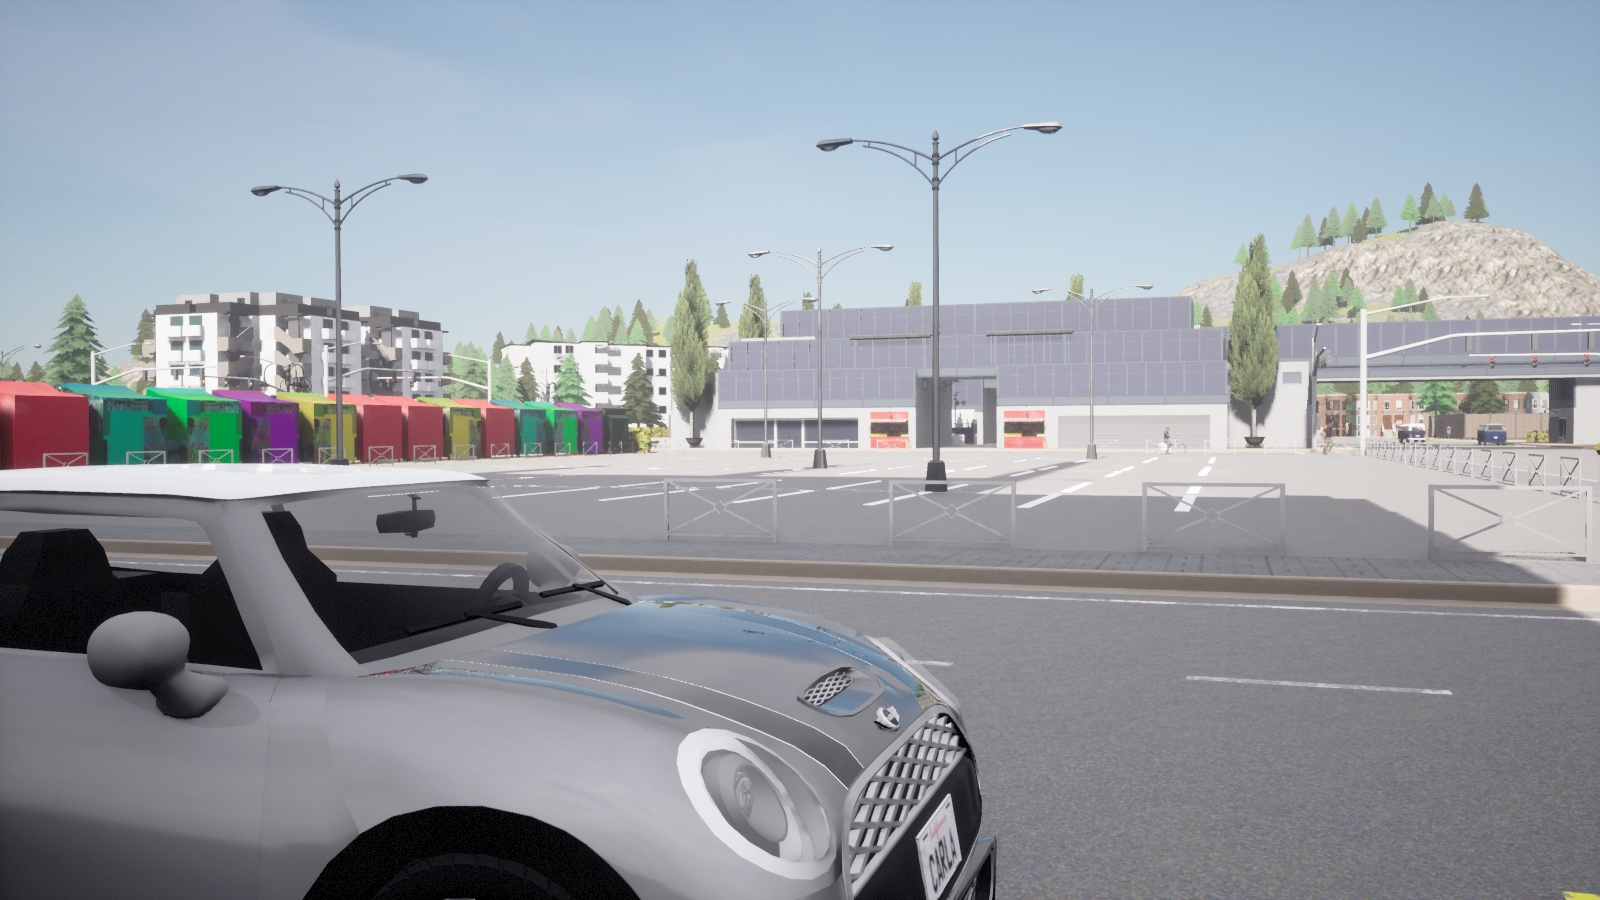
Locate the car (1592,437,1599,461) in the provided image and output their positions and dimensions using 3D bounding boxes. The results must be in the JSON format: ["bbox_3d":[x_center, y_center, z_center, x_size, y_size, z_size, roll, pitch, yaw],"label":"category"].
[{"bbox_3d":[46.486,-0.031,71.324,2.207,1.376,1.481,0,0,-17],"label":"car"}]

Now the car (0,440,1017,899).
[{"bbox_3d":[-1.428,0.728,3.672,3.806,1.475,1.970,1,1,18],"label":"car"}]

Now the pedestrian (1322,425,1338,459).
[{"bbox_3d":[28.910,-0.448,68.520,0.703,1.840,0.431,1,1,31],"label":"pedestrian"}]
